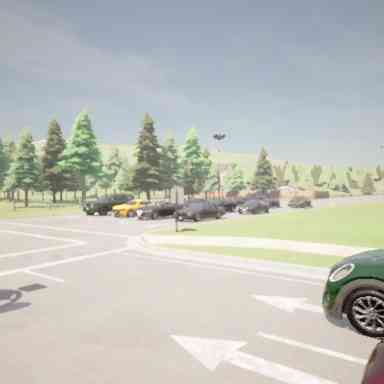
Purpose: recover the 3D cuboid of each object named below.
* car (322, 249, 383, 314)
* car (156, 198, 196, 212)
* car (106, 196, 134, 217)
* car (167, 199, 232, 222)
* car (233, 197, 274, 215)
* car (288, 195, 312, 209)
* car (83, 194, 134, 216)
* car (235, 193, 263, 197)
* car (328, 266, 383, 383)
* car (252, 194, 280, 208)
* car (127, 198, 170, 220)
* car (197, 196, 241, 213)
[{"bbox_3d":[4.481,1.354,5.092,4.553,1.767,2.097,0,0,36],"label":"car"},{"bbox_3d":[-1.841,1.520,40.700,2.033,1.411,5.357,0,0,36],"label":"car"},{"bbox_3d":[-5.034,1.454,30.441,1.882,1.535,5.008,0,0,36],"label":"car"},{"bbox_3d":[0.741,1.531,26.479,2.033,1.411,5.357,0,0,36],"label":"car"},{"bbox_3d":[6.425,1.510,34.200,1.812,1.442,4.674,0,0,36],"label":"car"},{"bbox_3d":[14.828,1.338,45.633,2.097,1.767,4.553,0,0,36],"label":"car"},{"bbox_3d":[-7.866,1.193,32.497,2.150,2.045,5.566,0,0,36],"label":"car"},{"bbox_3d":[9.147,1.199,49.732,2.150,2.045,5.566,0,0,36],"label":"car"},{"bbox_3d":[3.120,1.566,1.763,4.181,1.385,1.994,0,0,36],"label":"car"},{"bbox_3d":[10.548,1.472,45.737,2.128,1.511,4.902,0,0,36],"label":"car"},{"bbox_3d":[-2.646,1.471,27.781,2.128,1.511,4.902,0,0,36],"label":"car"},{"bbox_3d":[2.919,1.457,35.357,1.882,1.535,5.008,0,0,36],"label":"car"}]
